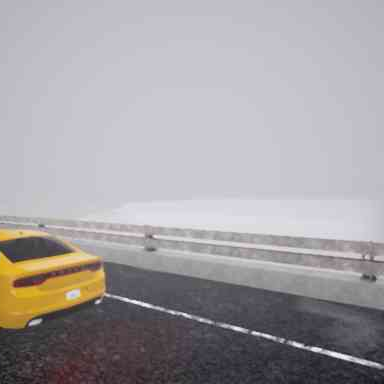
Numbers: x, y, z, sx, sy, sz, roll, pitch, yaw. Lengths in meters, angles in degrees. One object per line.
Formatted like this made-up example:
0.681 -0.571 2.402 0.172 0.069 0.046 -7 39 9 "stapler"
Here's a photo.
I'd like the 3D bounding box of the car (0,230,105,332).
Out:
-3.929 1.521 6.828 5.008 1.535 1.882 0 0 36 "car"
